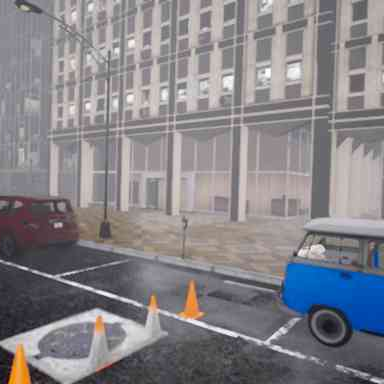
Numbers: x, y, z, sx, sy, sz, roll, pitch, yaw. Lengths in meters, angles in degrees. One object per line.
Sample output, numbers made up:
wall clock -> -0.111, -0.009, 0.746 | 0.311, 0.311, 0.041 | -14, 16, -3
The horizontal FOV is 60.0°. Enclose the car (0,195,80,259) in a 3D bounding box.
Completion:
car -> -5.916, 1.008, 11.326 | 5.009, 1.841, 2.192 | 2, 2, 36

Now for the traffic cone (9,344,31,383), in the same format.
traffic cone -> -1.772, 1.865, 3.422 | 0.340, 0.580, 0.340 | 2, 1, 36

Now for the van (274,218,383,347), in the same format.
van -> 3.274, 1.346, 4.645 | 3.998, 1.788, 1.690 | 2, 2, 36

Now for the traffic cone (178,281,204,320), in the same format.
traffic cone -> -0.008, 1.867, 5.848 | 0.340, 0.580, 0.340 | 2, 1, 36

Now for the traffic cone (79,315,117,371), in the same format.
traffic cone -> -1.184, 1.866, 4.231 | 0.340, 0.580, 0.340 | 2, 1, 36

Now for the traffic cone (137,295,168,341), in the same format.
traffic cone -> -0.596, 1.867, 5.040 | 0.340, 0.580, 0.340 | 2, 1, 36
